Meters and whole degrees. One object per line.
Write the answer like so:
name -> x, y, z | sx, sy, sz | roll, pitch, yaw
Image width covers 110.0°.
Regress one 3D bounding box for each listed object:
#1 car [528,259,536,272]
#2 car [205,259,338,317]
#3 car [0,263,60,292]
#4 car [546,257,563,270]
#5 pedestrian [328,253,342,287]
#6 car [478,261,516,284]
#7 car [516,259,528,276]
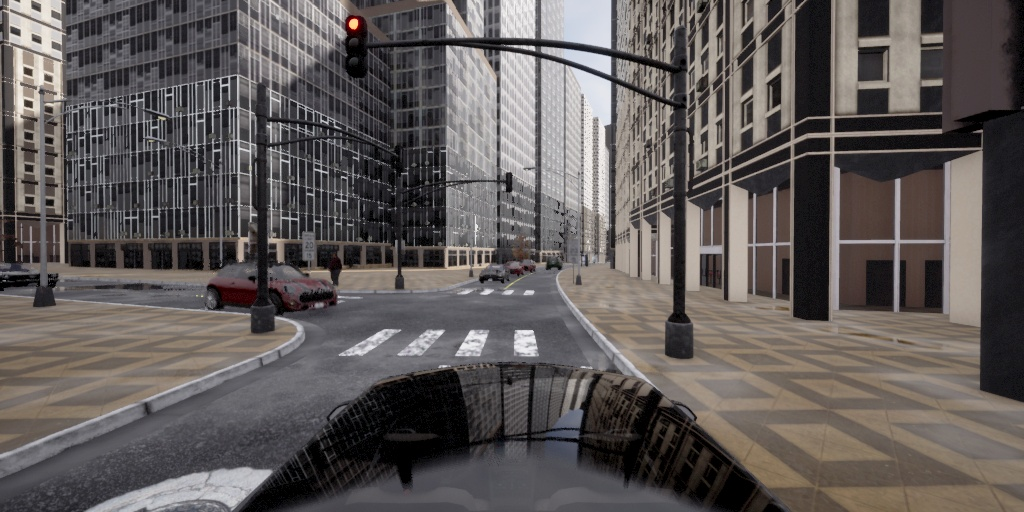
car -> 1.885, 1.220, 47.511 | 2.097, 1.767, 4.553 | 0, 0, 11
car -> -8.502, 1.019, 12.749 | 4.553, 1.767, 2.097 | 1, 1, 21
car -> -25.139, 1.028, 17.817 | 4.718, 1.301, 1.895 | 1, 1, 16
car -> 6.677, 1.144, 55.733 | 2.150, 2.045, 5.566 | 0, 0, 14
pedestrian -> -9.577, 0.716, 19.407 | 0.375, 1.860, 0.375 | 0, 0, 16
car -> -1.220, 1.331, 28.075 | 2.033, 1.411, 5.357 | 0, 0, 7
car -> 0.132, 1.297, 37.783 | 1.882, 1.535, 5.008 | 0, 0, 9
